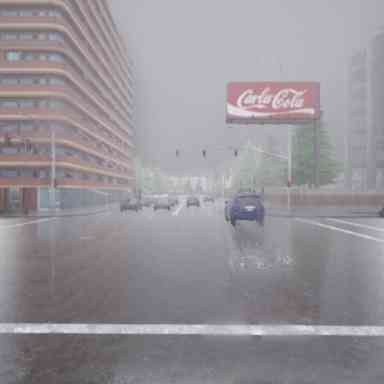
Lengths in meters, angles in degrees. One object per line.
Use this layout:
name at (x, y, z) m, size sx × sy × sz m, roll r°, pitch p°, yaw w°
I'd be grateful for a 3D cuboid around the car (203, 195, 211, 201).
car at (3.581, 1.433, 78.824) m, size 1.812 × 1.442 × 4.674 m, roll 0°, pitch 0°, yaw 0°

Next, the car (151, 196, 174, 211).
car at (-3.543, 1.506, 40.578) m, size 1.812 × 1.442 × 4.674 m, roll 0°, pitch 0°, yaw 0°

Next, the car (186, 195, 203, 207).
car at (0.153, 1.466, 51.355) m, size 2.128 × 1.511 × 4.902 m, roll 0°, pitch 0°, yaw 0°

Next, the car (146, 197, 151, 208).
car at (-7.037, 1.468, 48.395) m, size 2.128 × 1.511 × 4.902 m, roll 0°, pitch 0°, yaw 0°

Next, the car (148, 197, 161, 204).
car at (-6.984, 1.571, 62.191) m, size 1.895 × 1.301 × 4.718 m, roll 0°, pitch 0°, yaw 1°

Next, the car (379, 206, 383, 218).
car at (16.295, 1.210, 23.370) m, size 5.566 × 2.045 × 2.150 m, roll 0°, pitch 0°, yaw 0°

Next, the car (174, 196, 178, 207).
car at (-3.528, 1.540, 49.338) m, size 1.994 × 1.385 × 4.181 m, roll 0°, pitch 0°, yaw 1°

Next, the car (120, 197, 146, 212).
car at (-7.048, 1.459, 38.929) m, size 1.882 × 1.535 × 5.008 m, roll 0°, pitch 0°, yaw 0°

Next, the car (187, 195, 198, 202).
car at (0.081, 1.487, 78.890) m, size 2.128 × 1.511 × 4.902 m, roll 0°, pitch 0°, yaw -6°

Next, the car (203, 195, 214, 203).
car at (3.572, 1.317, 70.000) m, size 2.097 × 1.767 × 4.553 m, roll 0°, pitch 0°, yaw 0°

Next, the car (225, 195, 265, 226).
car at (3.625, 1.210, 23.546) m, size 2.150 × 2.045 × 5.566 m, roll 0°, pitch 0°, yaw 0°
